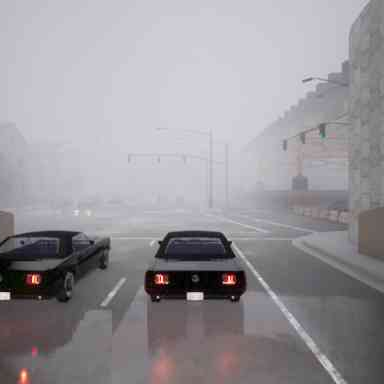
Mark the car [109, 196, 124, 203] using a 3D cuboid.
[{"bbox_3d":[-16.544,1.531,73.350,2.033,1.411,5.357,0,0,1],"label":"car"}]

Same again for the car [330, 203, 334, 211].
[{"bbox_3d":[13.943,1.449,26.156,2.038,1.542,4.974,0,0,-35],"label":"car"}]

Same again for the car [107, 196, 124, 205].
[{"bbox_3d":[-13.484,1.540,58.709,2.033,1.411,5.357,0,0,2],"label":"car"}]

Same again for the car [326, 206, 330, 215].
[{"bbox_3d":[14.050,1.449,30.763,4.974,1.542,2.038,0,0,-45],"label":"car"}]

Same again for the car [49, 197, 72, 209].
[{"bbox_3d":[-17.370,1.484,44.503,2.128,1.511,4.902,0,0,2],"label":"car"}]

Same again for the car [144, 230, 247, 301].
[{"bbox_3d":[0.077,1.600,8.238,1.895,1.301,4.718,0,0,0],"label":"car"}]

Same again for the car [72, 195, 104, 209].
[{"bbox_3d":[-13.864,1.472,44.705,1.882,1.535,5.008,0,0,2],"label":"car"}]

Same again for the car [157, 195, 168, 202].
[{"bbox_3d":[-6.142,1.359,69.397,1.994,1.385,4.181,0,0,1],"label":"car"}]

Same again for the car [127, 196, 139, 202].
[{"bbox_3d":[-13.031,1.585,73.844,1.895,1.301,4.718,0,0,1],"label":"car"}]

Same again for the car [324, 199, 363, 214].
[{"bbox_3d":[14.086,1.291,30.799,4.536,1.218,1.853,0,0,-45],"label":"car"}]

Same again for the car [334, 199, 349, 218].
[{"bbox_3d":[13.973,1.292,26.113,1.853,1.218,4.536,0,0,-35],"label":"car"}]

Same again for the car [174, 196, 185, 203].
[{"bbox_3d":[-2.643,1.555,69.309,1.994,1.385,4.181,0,0,1],"label":"car"}]

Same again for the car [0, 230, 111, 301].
[{"bbox_3d":[-3.423,1.600,8.247,1.895,1.301,4.718,0,0,0],"label":"car"}]

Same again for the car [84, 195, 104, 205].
[{"bbox_3d":[-17.009,1.344,57.955,2.097,1.767,4.553,0,0,2],"label":"car"}]
